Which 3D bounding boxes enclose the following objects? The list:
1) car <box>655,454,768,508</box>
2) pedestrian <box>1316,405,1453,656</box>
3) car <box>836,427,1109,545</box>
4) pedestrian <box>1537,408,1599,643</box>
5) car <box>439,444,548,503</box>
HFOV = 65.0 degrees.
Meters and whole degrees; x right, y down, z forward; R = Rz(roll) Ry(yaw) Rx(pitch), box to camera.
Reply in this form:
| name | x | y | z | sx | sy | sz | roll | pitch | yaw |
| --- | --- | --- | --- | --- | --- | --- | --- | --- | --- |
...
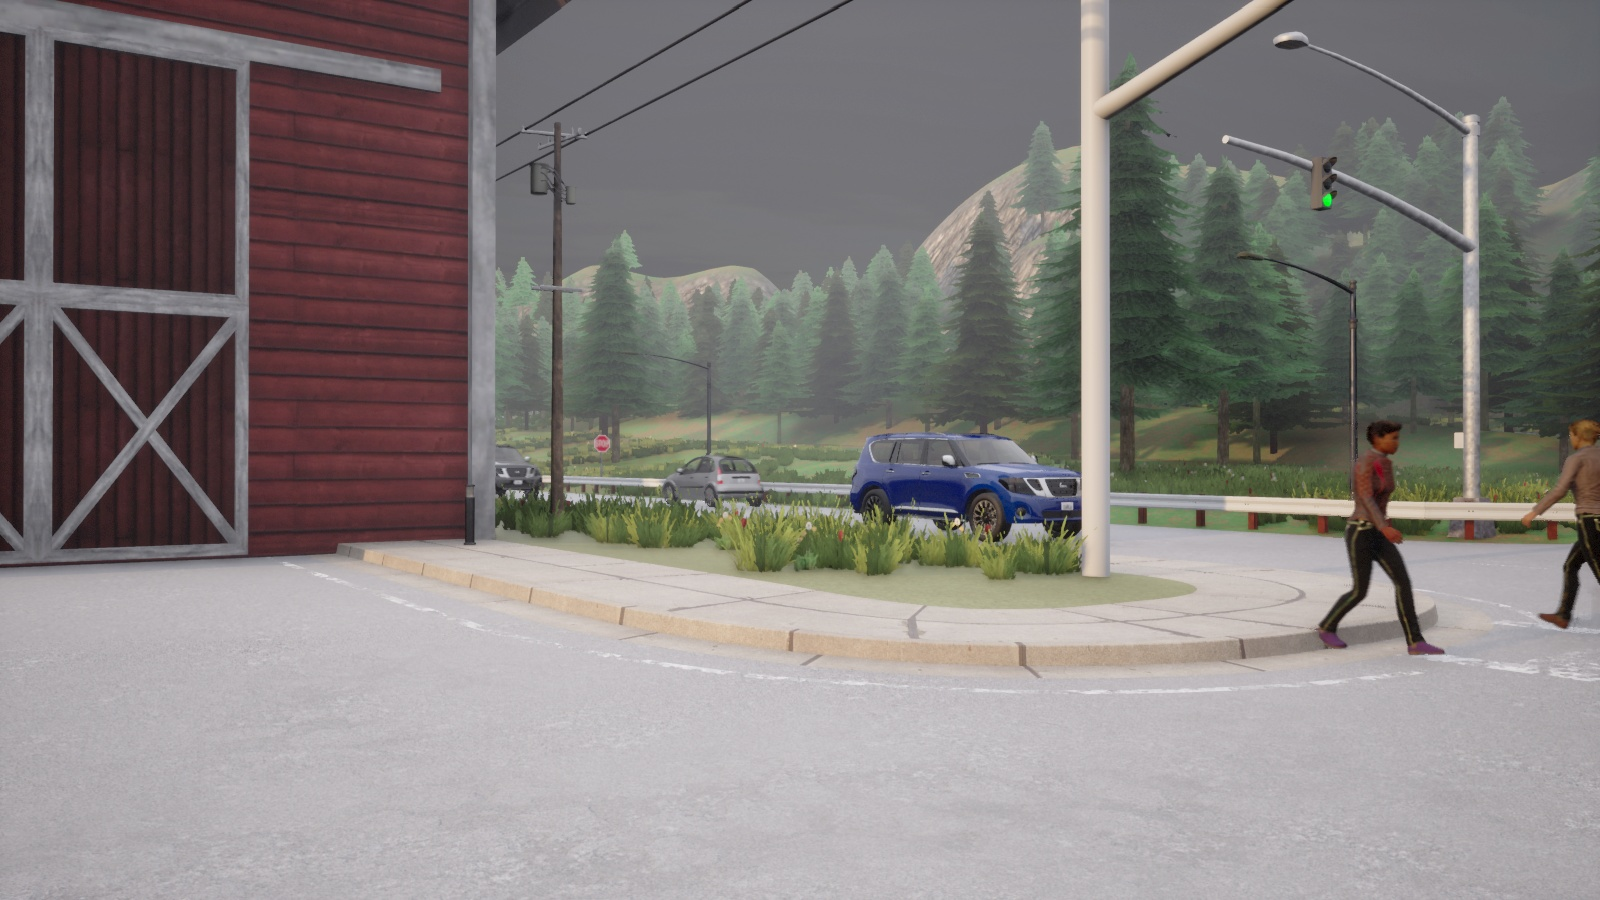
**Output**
| name | x | y | z | sx | sy | sz | roll | pitch | yaw |
| --- | --- | --- | --- | --- | --- | --- | --- | --- | --- |
| car | -2.885 | 0.951 | 40.092 | 1.851 | 1.617 | 3.988 | 0 | 0 | -34 |
| pedestrian | 4.387 | 0.582 | 9.458 | 0.328 | 1.805 | 0.869 | 0 | 0 | -38 |
| car | 3.208 | 0.646 | 24.696 | 2.150 | 2.045 | 5.566 | 0 | 0 | -34 |
| pedestrian | 6.363 | 0.595 | 10.146 | 0.331 | 1.846 | 0.634 | 0 | 0 | -20 |
| car | -11.447 | 0.848 | 46.592 | 2.150 | 2.045 | 5.566 | 0 | 0 | -34 |
